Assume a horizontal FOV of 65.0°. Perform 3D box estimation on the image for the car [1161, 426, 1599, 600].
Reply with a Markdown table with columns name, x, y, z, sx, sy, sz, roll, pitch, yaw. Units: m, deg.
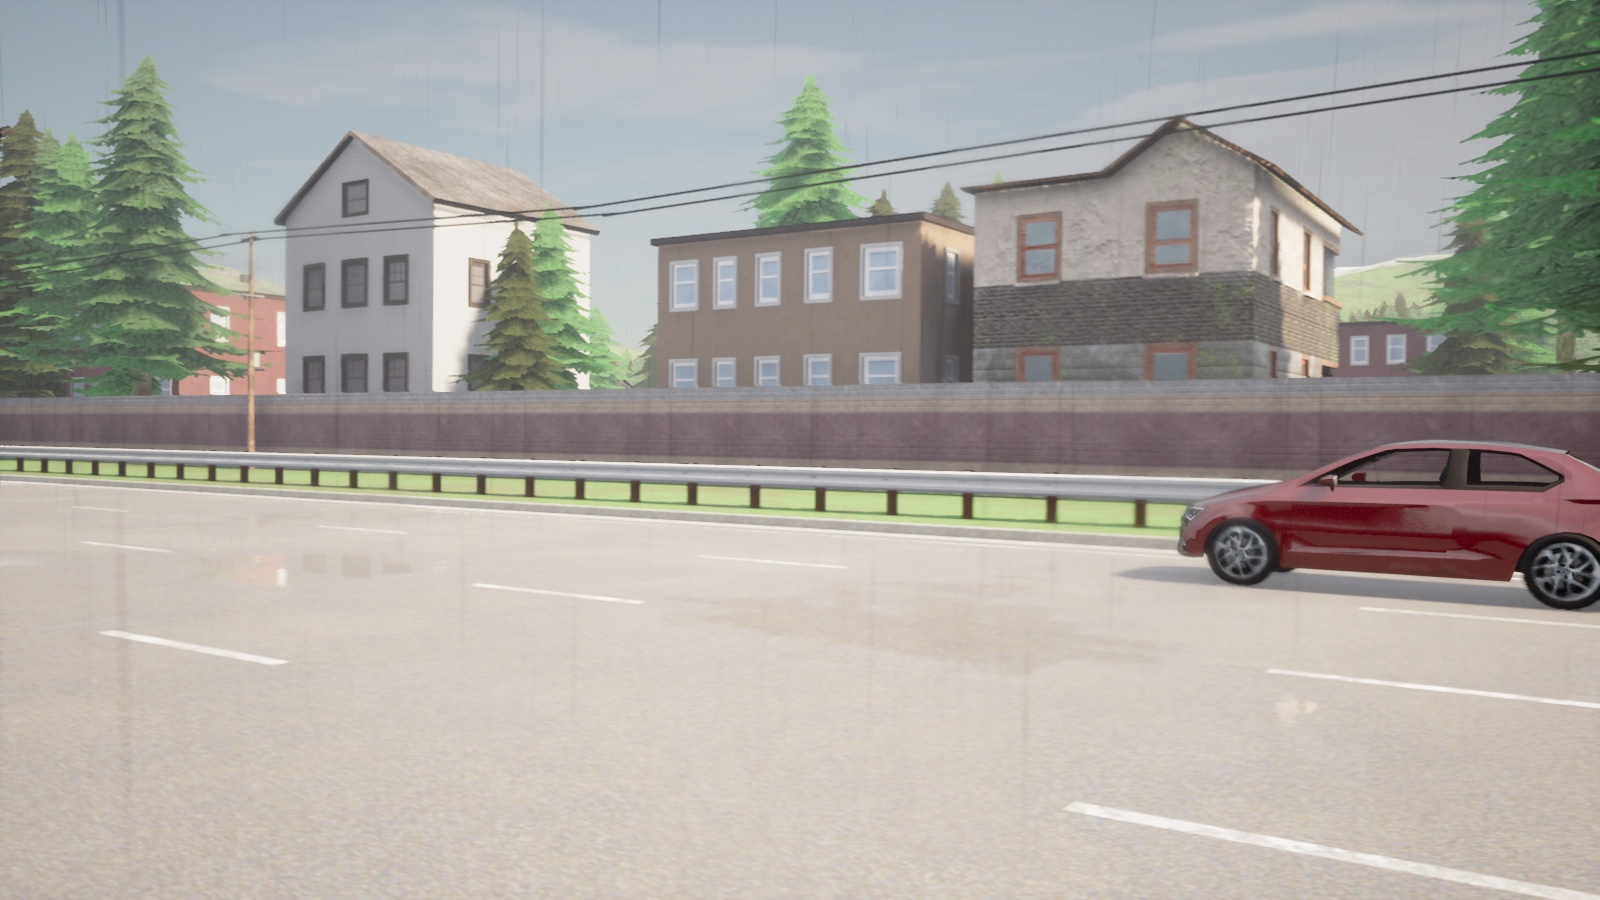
| name | x | y | z | sx | sy | sz | roll | pitch | yaw |
| --- | --- | --- | --- | --- | --- | --- | --- | --- | --- |
| car | 5.902 | 0.524 | 12.308 | 4.193 | 1.474 | 1.816 | 0 | 1 | 34 |
